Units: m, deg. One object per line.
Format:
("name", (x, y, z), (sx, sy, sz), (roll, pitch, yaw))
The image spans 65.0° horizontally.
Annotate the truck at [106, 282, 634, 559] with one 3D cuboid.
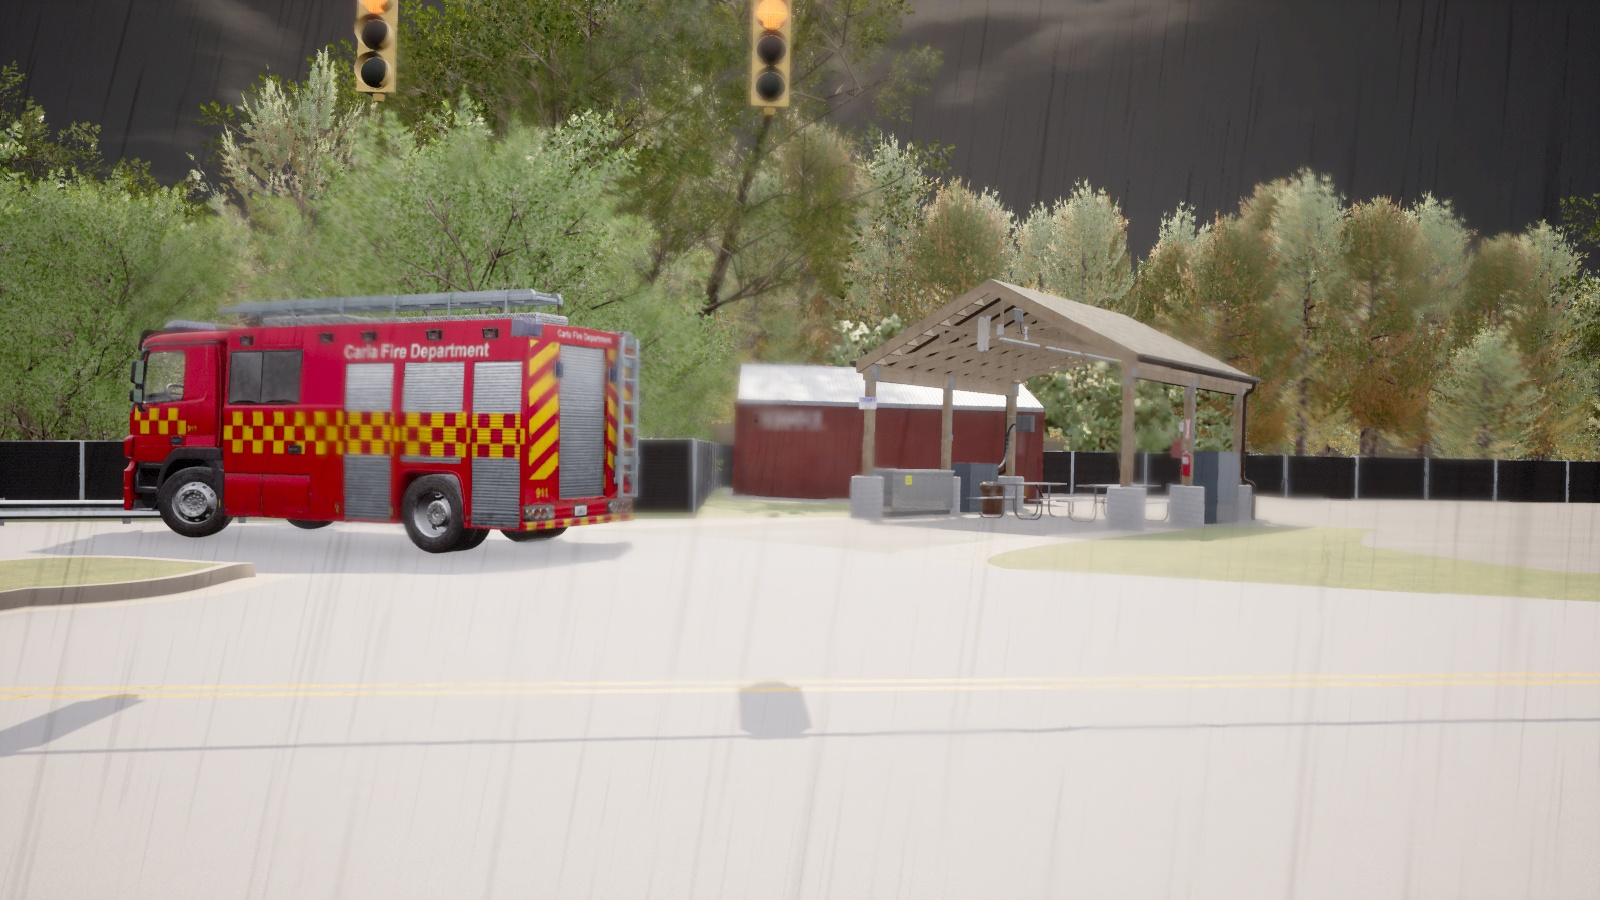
("truck", (-7.108, -0.474, 20.463), (8.468, 3.827, 2.891), (1, 1, 25))
